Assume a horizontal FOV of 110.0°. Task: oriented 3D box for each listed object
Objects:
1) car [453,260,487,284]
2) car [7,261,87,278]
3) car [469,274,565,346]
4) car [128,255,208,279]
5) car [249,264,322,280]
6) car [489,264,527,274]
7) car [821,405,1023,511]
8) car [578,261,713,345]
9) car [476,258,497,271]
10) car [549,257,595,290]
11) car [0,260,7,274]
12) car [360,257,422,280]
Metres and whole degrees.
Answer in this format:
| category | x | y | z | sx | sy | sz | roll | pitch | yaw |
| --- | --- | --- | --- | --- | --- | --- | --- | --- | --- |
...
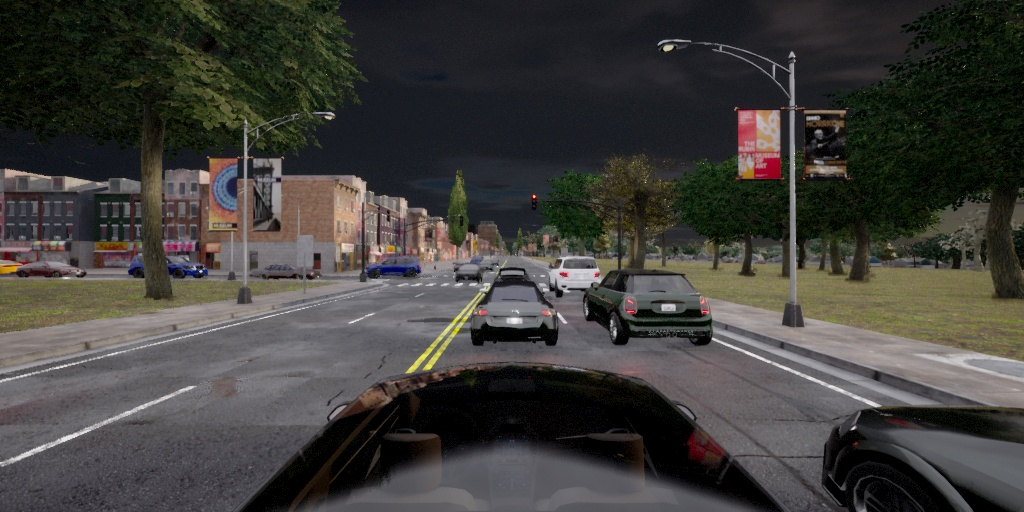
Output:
| category | x | y | z | sx | sy | sz | roll | pitch | yaw |
| --- | --- | --- | --- | --- | --- | --- | --- | --- | --- |
| car | -3.391 | 1.356 | 29.184 | 1.882 | 1.535 | 5.008 | 0 | 0 | 0 |
| car | -39.734 | 1.194 | 30.927 | 4.674 | 1.442 | 1.812 | 0 | 0 | 0 |
| car | 0.063 | 1.332 | 9.497 | 1.994 | 1.385 | 4.181 | 0 | 0 | 0 |
| car | -29.607 | 0.963 | 30.927 | 5.566 | 2.045 | 2.150 | 0 | 0 | 0 |
| car | -19.419 | 1.382 | 30.892 | 5.357 | 1.411 | 2.033 | 1 | 0 | -3 |
| car | 0.018 | 1.331 | 18.409 | 1.837 | 1.490 | 4.892 | 0 | 0 | 0 |
| car | 3.341 | 1.314 | 0.966 | 1.994 | 1.385 | 4.181 | 0 | 0 | 0 |
| car | 3.315 | 1.121 | 9.693 | 2.097 | 1.767 | 4.553 | 0 | 0 | 0 |
| car | -3.420 | 1.356 | 48.043 | 1.837 | 1.490 | 4.892 | 0 | 0 | 0 |
| car | 3.268 | 1.054 | 19.407 | 2.150 | 2.045 | 5.566 | 0 | 0 | 0 |
| car | -48.956 | 1.119 | 33.807 | 5.008 | 1.535 | 1.882 | 0 | 0 | 0 |
| car | -11.396 | 1.140 | 34.135 | 5.566 | 2.045 | 2.150 | 0 | 1 | -31 |
